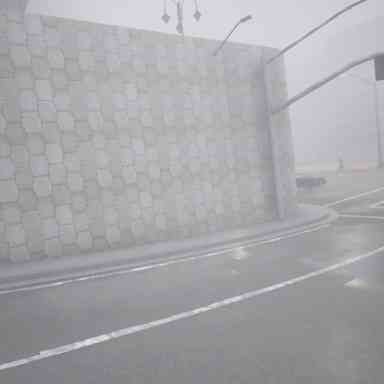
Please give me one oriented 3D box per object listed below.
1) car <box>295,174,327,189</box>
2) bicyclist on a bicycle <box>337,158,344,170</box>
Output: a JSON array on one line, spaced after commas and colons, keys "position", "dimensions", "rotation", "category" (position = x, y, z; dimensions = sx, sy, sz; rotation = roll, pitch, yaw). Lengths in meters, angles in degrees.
[{"position": [10.007, -1.021, 30.969], "dimensions": [1.895, 1.301, 4.718], "rotation": [-11, 6, -35], "category": "car"}, {"position": [20.051, -3.831, 44.895], "dimensions": [1.656, 1.620, 0.582], "rotation": [-11, 6, -35], "category": "bicyclist on a bicycle"}]
